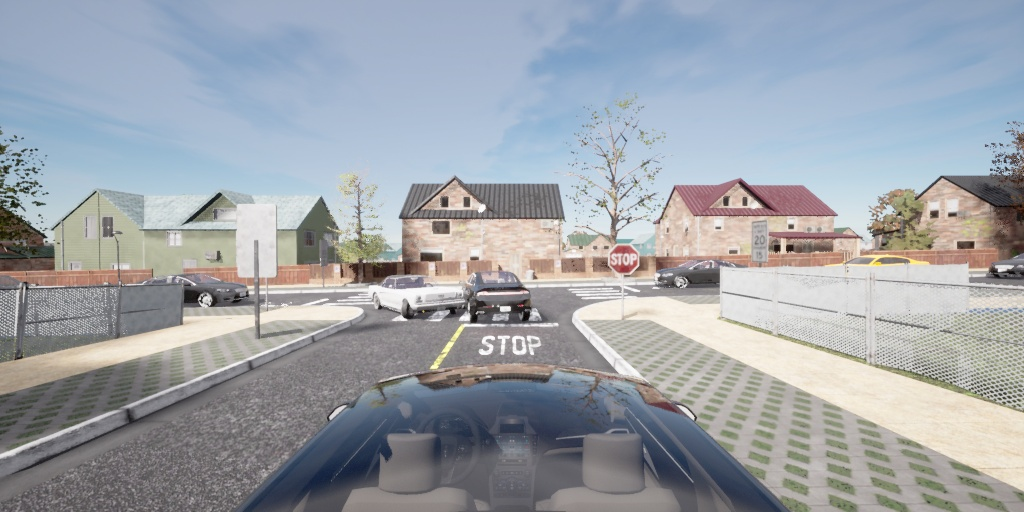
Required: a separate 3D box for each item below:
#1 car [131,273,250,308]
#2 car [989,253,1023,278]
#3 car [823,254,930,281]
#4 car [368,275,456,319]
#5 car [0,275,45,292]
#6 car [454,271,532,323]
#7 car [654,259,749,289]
[{"bbox_3d":[-14.904,1.566,16.563,4.902,1.511,2.128,-1,1,0],"label":"car"},{"bbox_3d":[29.383,0.478,19.694,4.902,1.511,2.128,-1,1,0],"label":"car"},{"bbox_3d":[19.759,0.690,19.657,5.008,1.535,1.882,-1,1,-1],"label":"car"},{"bbox_3d":[-3.604,1.368,13.069,1.895,1.301,4.718,0,0,-38],"label":"car"},{"bbox_3d":[-24.242,1.648,16.522,4.553,1.767,2.097,-1,1,0],"label":"car"},{"bbox_3d":[-0.687,1.243,12.210,2.128,1.511,4.902,0,0,-12],"label":"car"},{"bbox_3d":[10.328,0.926,19.619,4.902,1.511,2.128,-1,1,0],"label":"car"}]
